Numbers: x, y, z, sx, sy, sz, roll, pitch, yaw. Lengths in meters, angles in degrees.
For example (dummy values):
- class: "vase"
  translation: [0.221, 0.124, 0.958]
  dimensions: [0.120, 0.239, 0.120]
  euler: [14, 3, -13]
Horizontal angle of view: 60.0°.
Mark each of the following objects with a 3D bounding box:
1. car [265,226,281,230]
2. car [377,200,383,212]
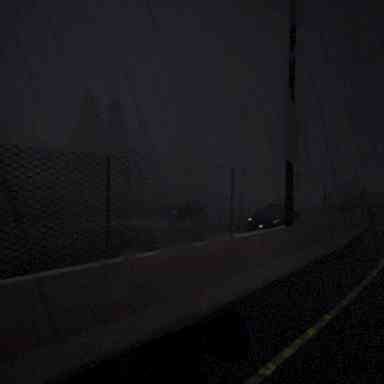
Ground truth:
- class: "car"
  translation: [4.594, 1.350, 17.879]
  dimensions: [1.812, 1.442, 4.674]
  euler: [2, 1, 33]
- class: "car"
  translation: [21.669, 1.450, 36.364]
  dimensions: [1.994, 1.385, 4.181]
  euler: [1, 1, 19]
